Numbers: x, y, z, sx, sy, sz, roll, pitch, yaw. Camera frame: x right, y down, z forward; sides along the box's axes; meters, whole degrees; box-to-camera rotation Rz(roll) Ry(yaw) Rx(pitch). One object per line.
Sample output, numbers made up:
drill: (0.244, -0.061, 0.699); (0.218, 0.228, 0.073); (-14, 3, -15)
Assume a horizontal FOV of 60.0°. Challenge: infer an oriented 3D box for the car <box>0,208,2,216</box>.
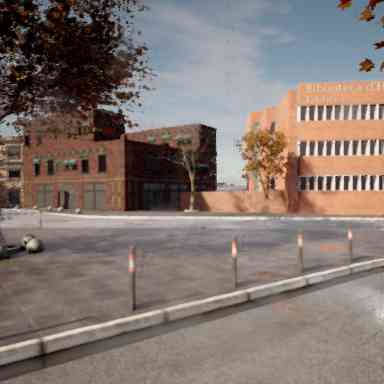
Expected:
car: (-16.774, 1.445, 25.455); (1.882, 1.535, 5.008); (1, 0, 6)
